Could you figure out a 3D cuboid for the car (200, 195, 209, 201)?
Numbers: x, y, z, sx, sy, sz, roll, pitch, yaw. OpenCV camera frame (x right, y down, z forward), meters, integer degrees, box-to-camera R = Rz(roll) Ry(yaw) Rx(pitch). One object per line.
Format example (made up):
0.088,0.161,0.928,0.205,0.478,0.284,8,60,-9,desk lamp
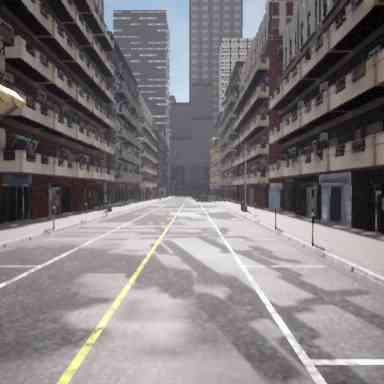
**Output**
3.000,1.524,80.601,1.837,1.490,4.892,0,0,0,car
